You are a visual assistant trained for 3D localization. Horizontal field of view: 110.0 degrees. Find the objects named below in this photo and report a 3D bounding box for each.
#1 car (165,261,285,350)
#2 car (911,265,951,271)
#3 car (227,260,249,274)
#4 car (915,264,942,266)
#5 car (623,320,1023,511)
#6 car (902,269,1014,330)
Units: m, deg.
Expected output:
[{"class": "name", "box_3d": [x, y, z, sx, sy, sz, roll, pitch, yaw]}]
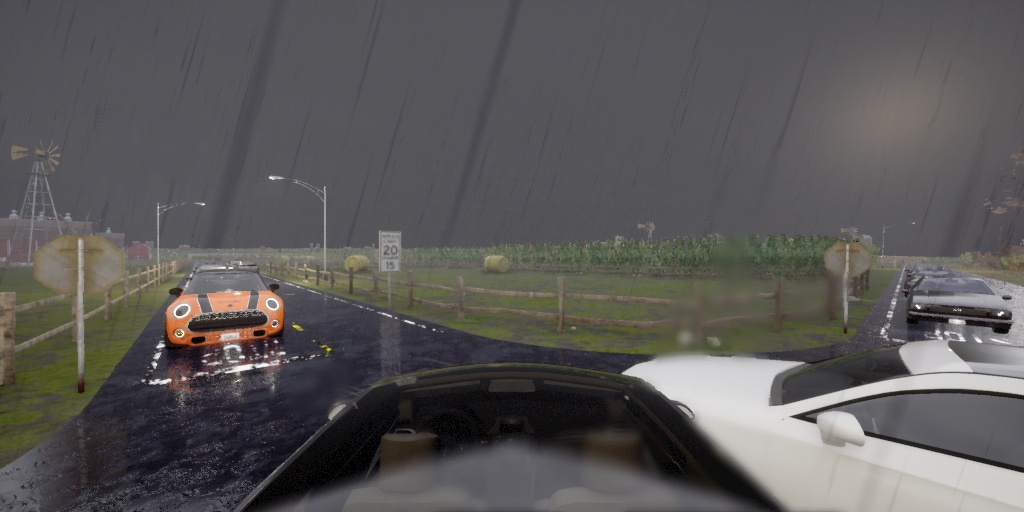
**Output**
[{"class": "car", "box_3d": [-7.466, 1.137, 9.427, 2.097, 1.767, 4.553, 0, 0, -39]}, {"class": "car", "box_3d": [21.050, 1.361, 17.870, 4.181, 1.385, 1.994, 0, 1, -43]}, {"class": "car", "box_3d": [-33.211, 1.269, 43.389, 1.837, 1.490, 4.892, 0, 0, -41]}, {"class": "car", "box_3d": [28.690, 1.305, 24.777, 4.902, 1.511, 2.128, 0, 1, -42]}, {"class": "car", "box_3d": [2.861, 1.293, 2.215, 1.812, 1.442, 4.674, 0, 1, -43]}, {"class": "car", "box_3d": [13.642, 1.333, 11.163, 5.357, 1.411, 2.033, 0, 1, -42]}]
